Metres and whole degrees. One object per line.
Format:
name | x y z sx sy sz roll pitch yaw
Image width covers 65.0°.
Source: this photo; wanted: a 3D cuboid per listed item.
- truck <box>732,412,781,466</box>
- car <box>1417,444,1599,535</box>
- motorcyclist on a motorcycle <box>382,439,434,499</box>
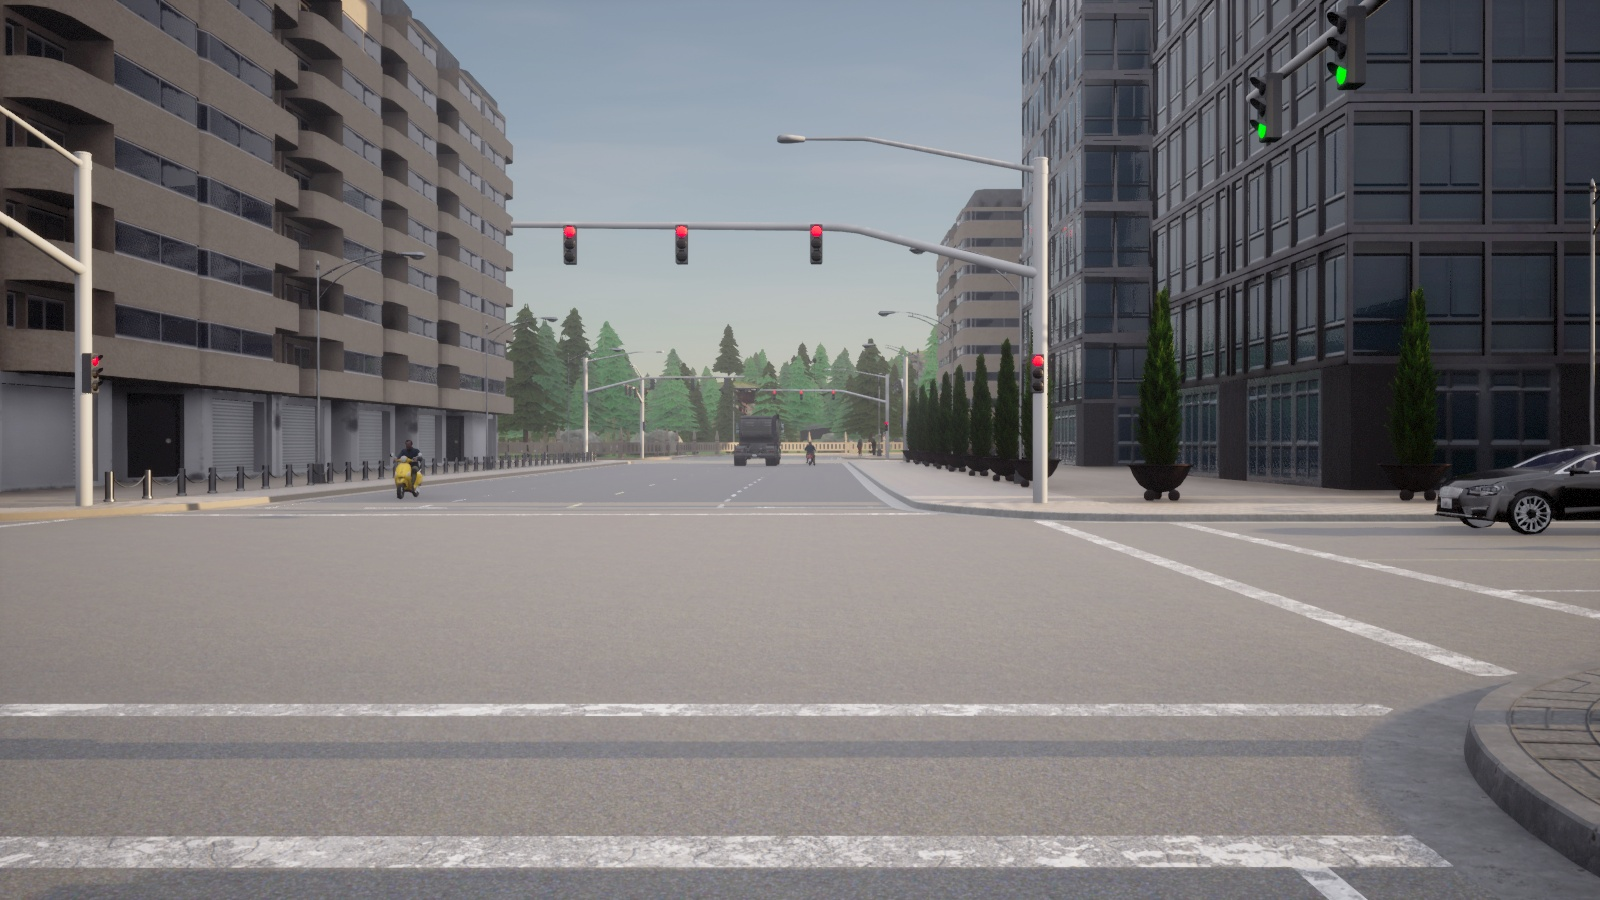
truck | -2.822 -0.710 83.605 2.891 3.462 7.936 0 0 1
car | 13.678 0.646 21.788 4.902 1.511 2.128 0 0 1
motorcyclist on a motorcycle | -10.623 0.499 34.094 0.866 1.590 1.817 0 0 0
